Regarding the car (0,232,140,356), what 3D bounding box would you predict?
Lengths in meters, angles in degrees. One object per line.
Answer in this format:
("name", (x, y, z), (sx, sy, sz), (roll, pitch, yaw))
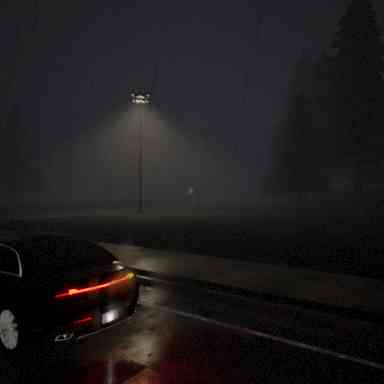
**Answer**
("car", (-3.123, 1.502, 6.101), (4.892, 1.490, 1.837), (0, 0, 36))
